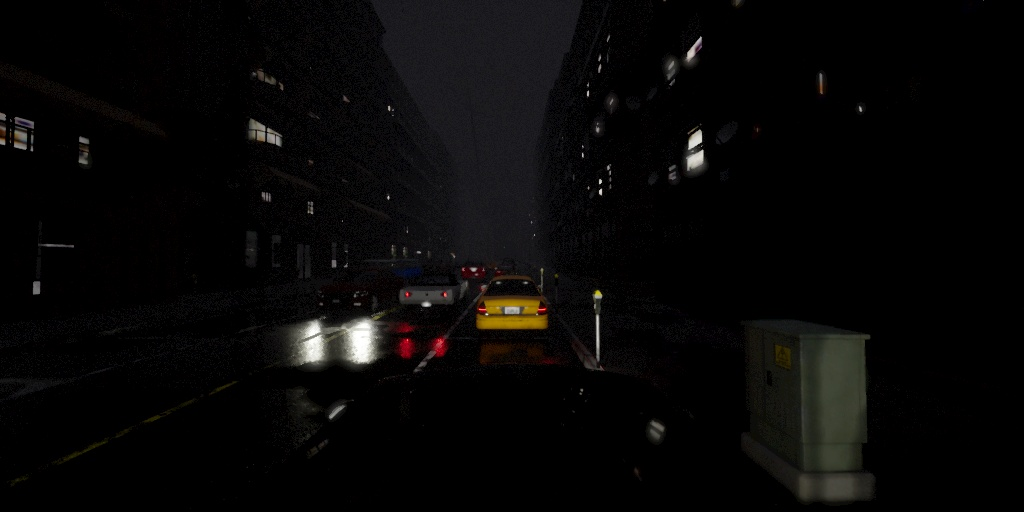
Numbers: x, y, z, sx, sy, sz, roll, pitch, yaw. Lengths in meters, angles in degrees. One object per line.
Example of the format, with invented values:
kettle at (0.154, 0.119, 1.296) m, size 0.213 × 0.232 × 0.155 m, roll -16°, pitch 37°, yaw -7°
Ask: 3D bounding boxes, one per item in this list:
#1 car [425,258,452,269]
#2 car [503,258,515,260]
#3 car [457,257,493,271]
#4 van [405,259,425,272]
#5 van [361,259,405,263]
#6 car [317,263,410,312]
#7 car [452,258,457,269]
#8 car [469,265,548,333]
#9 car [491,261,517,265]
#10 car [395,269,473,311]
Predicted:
car at (-8.335, 1.115, 39.194) m, size 2.192 × 1.841 × 5.009 m, roll 0°, pitch 0°, yaw 0°
car at (-0.445, 1.240, 39.134) m, size 1.967 × 1.591 × 4.097 m, roll 0°, pitch 0°, yaw 0°
car at (-3.021, 1.132, 30.244) m, size 2.097 × 1.767 × 4.553 m, roll 0°, pitch 0°, yaw 0°
van at (-8.335, 1.118, 28.134) m, size 1.690 × 1.789 × 3.998 m, roll 0°, pitch 0°, yaw 0°
van at (-8.335, 1.108, 22.603) m, size 1.690 × 1.789 × 3.998 m, roll 0°, pitch 0°, yaw 0°
car at (-5.870, 1.236, 14.472) m, size 1.882 × 1.535 × 5.008 m, roll 0°, pitch 0°, yaw 0°
car at (-8.335, 1.128, 44.724) m, size 2.192 × 1.841 × 5.009 m, roll 0°, pitch 0°, yaw 0°
car at (0.004, 1.212, 10.693) m, size 1.801 × 1.575 × 5.366 m, roll 0°, pitch 0°, yaw 0°
car at (-0.452, 1.322, 28.072) m, size 1.888 × 1.381 × 4.507 m, roll 0°, pitch 0°, yaw 0°
car at (-2.919, 1.359, 14.492) m, size 1.895 × 1.301 × 4.718 m, roll 0°, pitch 0°, yaw 0°
